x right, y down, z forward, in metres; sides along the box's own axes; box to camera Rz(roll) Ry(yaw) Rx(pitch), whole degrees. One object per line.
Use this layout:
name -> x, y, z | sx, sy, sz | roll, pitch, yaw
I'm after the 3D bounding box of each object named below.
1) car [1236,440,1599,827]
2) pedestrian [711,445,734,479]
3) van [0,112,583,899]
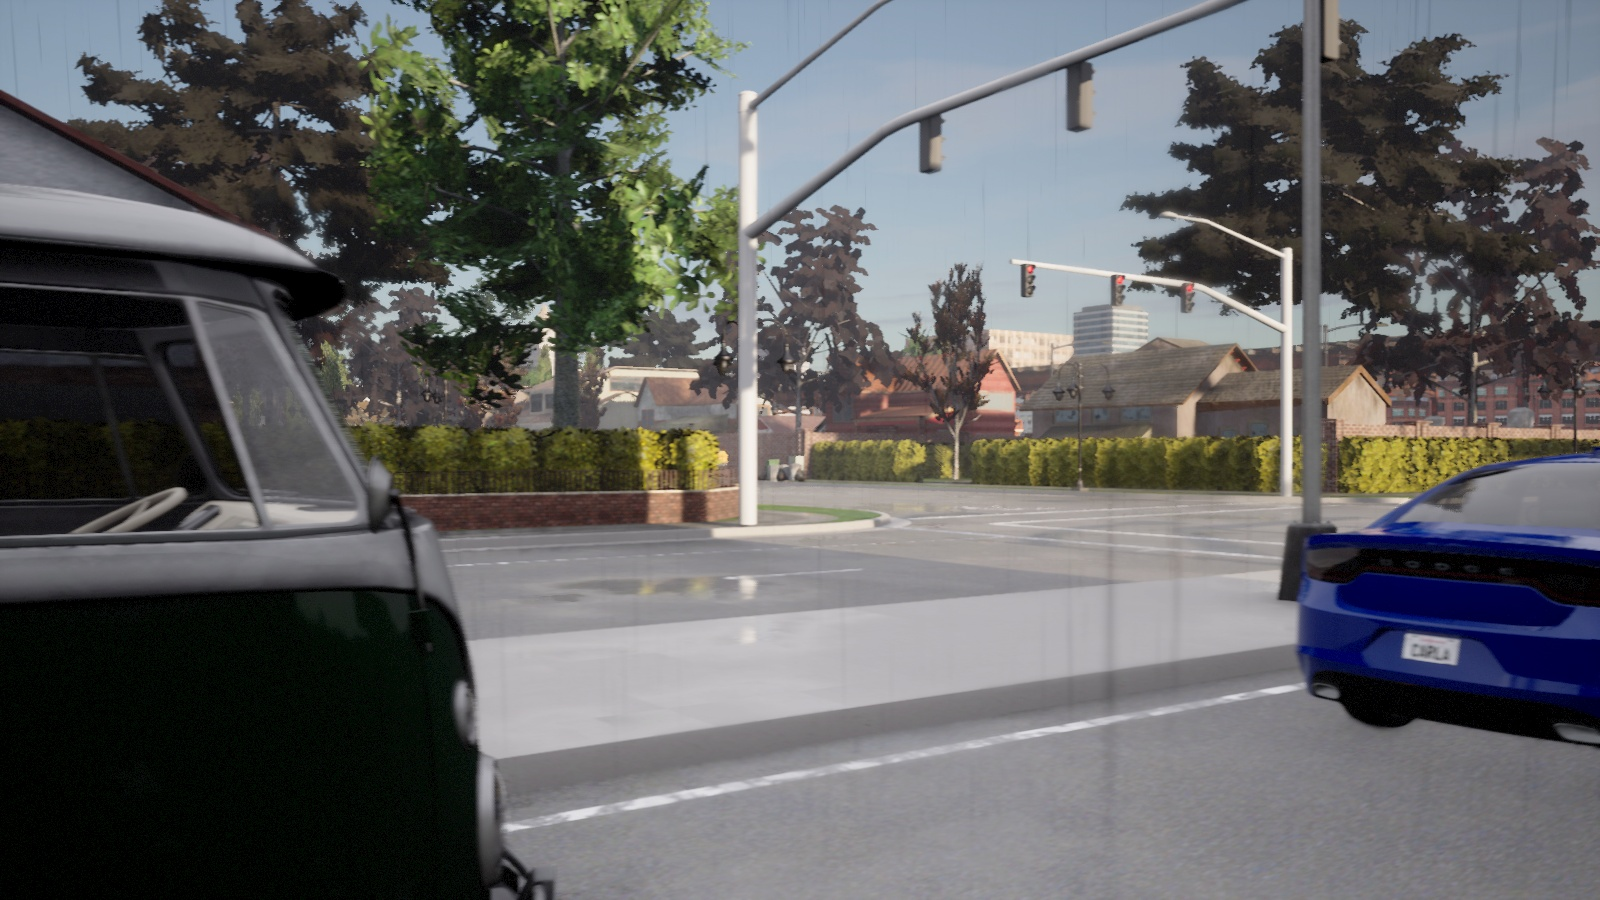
car -> 4.808, 0.726, 7.006 | 5.008, 1.535, 1.882 | 0, 0, -35
pedestrian -> -4.238, 0.640, 68.779 | 0.874, 1.855, 0.900 | 0, 0, -45
van -> -2.728, 0.514, 1.762 | 4.442, 1.987, 1.775 | 0, 0, -35
